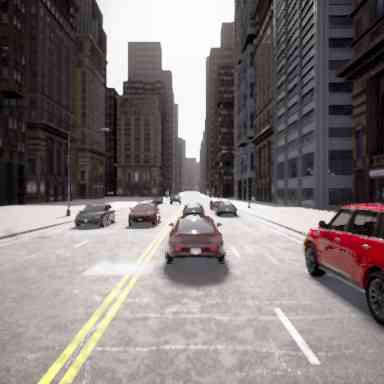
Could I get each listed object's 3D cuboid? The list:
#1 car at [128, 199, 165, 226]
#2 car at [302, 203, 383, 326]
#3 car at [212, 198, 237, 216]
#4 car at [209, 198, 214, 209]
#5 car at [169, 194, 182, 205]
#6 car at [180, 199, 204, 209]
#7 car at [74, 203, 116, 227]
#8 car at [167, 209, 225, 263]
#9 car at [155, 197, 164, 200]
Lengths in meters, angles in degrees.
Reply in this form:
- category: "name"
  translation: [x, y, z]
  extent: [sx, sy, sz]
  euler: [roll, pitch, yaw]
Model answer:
- category: "car"
  translation: [-3.318, 1.516, 23.852]
  extent: [1.882, 1.535, 5.008]
  euler: [0, 0, 0]
- category: "car"
  translation: [4.233, 1.237, 7.209]
  extent: [2.150, 2.045, 5.566]
  euler: [0, 0, 0]
- category: "car"
  translation: [3.371, 1.628, 33.355]
  extent: [1.994, 1.385, 4.181]
  euler: [0, 0, 0]
- category: "car"
  translation: [3.350, 1.593, 46.192]
  extent: [2.128, 1.511, 4.902]
  euler: [0, 0, 0]
- category: "car"
  translation: [-3.170, 1.383, 64.845]
  extent: [2.150, 2.045, 5.566]
  euler: [0, 0, 0]
- category: "car"
  translation: [0.141, 1.620, 30.741]
  extent: [1.994, 1.385, 4.181]
  euler: [0, 0, 0]
- category: "car"
  translation: [-6.569, 1.539, 22.982]
  extent: [1.837, 1.490, 4.892]
  euler: [0, 0, 0]
- category: "car"
  translation: [0.115, 1.543, 11.923]
  extent: [1.812, 1.442, 4.674]
  euler: [0, 0, 0]
- category: "car"
  translation: [-6.419, 1.704, 64.889]
  extent: [2.033, 1.411, 5.357]
  euler: [0, 0, 0]
